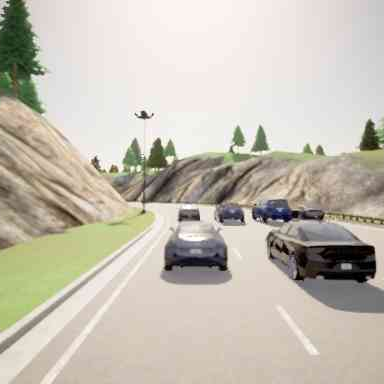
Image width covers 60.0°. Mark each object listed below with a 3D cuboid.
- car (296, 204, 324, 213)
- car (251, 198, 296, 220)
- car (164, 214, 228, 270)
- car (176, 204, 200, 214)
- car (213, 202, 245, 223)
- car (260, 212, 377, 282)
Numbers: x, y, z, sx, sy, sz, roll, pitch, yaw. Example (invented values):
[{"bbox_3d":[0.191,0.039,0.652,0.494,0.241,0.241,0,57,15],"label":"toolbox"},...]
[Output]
[{"bbox_3d":[10.143,1.869,30.119,2.128,1.511,4.902,0,-1,-4],"label":"car"},{"bbox_3d":[6.764,1.572,28.919,2.150,2.045,5.566,0,0,-4],"label":"car"},{"bbox_3d":[0.126,1.694,11.560,1.994,1.385,4.181,0,-1,0],"label":"car"},{"bbox_3d":[-0.378,1.825,30.151,2.128,1.511,4.902,0,-1,-5],"label":"car"},{"bbox_3d":[3.175,1.689,29.303,2.097,1.767,4.553,0,-1,-4],"label":"car"},{"bbox_3d":[3.622,1.607,10.250,1.882,1.535,5.008,0,0,0],"label":"car"}]
